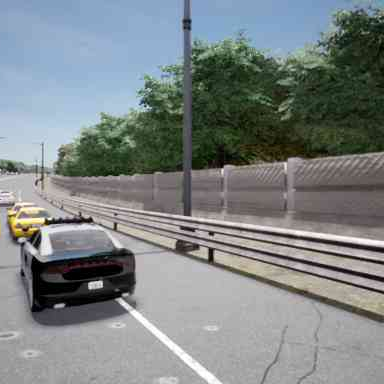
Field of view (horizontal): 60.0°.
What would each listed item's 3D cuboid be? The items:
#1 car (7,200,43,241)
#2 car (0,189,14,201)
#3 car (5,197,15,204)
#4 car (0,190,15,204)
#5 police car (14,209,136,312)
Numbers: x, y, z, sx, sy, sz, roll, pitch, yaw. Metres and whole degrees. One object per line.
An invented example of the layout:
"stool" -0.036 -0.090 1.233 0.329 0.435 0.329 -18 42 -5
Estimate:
"car" -8.027 1.421 16.634 1.801 1.575 5.366 0 1 -30
"car" -28.406 0.454 50.979 1.882 1.535 5.008 0 2 -28
"car" -10.987 1.360 21.772 1.801 1.575 5.366 0 1 -30
"car" -22.675 0.906 40.573 1.812 1.442 4.674 0 2 -28
"police car" -2.996 1.423 8.033 1.930 1.638 5.238 0 0 -31
